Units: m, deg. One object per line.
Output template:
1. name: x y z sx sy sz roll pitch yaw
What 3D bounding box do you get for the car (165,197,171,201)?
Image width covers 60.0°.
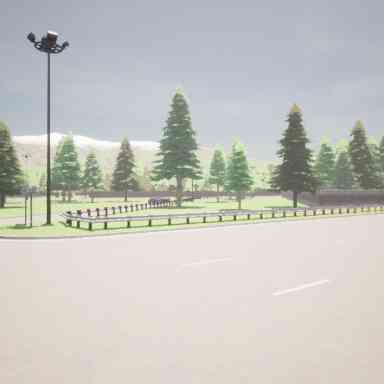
1. car: -5.665 1.601 69.789 1.895 1.301 4.718 0 0 5

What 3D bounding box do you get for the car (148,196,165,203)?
1. car: -6.661 1.526 59.562 1.812 1.442 4.674 0 0 5
